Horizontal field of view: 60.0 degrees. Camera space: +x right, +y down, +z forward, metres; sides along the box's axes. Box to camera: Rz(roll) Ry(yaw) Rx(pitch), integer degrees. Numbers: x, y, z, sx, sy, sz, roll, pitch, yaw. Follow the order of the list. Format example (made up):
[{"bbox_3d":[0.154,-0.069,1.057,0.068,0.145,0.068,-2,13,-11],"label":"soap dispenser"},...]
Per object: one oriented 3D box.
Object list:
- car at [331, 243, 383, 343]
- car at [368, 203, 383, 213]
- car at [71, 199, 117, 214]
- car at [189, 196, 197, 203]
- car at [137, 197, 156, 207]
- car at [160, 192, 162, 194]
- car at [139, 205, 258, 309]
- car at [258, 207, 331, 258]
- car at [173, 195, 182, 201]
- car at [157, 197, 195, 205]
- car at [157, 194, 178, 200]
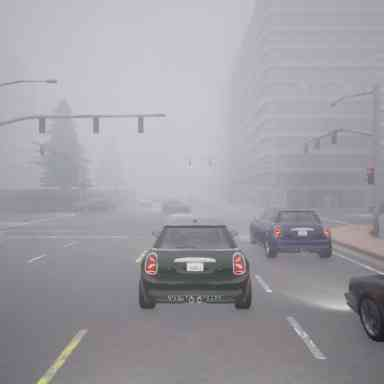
[{"bbox_3d":[3.597,1.547,3.384,2.033,1.411,5.357,0,0,0],"label":"car"},{"bbox_3d":[19.922,1.492,32.505,5.357,1.411,2.033,0,0,-18],"label":"car"},{"bbox_3d":[-10.277,1.501,35.240,1.837,1.490,4.892,5,3,45],"label":"car"},{"bbox_3d":[0.070,1.491,66.407,2.128,1.511,4.902,0,0,0],"label":"car"},{"bbox_3d":[-7.118,1.525,50.868,1.812,1.442,4.674,0,0,0],"label":"car"},{"bbox_3d":[-7.036,1.353,80.288,2.097,1.767,4.553,0,0,0],"label":"car"},{"bbox_3d":[0.067,1.352,8.029,2.097,1.767,4.553,0,0,0],"label":"car"},{"bbox_3d":[3.581,1.352,12.869,2.097,1.767,4.553,0,0,0],"label":"car"},{"bbox_3d":[-3.536,1.548,80.919,1.994,1.385,4.181,0,0,0],"label":"car"},{"bbox_3d":[-1.727,1.544,34.450,1.994,1.385,4.181,0,0,-23],"label":"car"},{"bbox_3d":[-3.619,1.491,49.821,2.128,1.511,4.902,0,0,0],"label":"car"}]
